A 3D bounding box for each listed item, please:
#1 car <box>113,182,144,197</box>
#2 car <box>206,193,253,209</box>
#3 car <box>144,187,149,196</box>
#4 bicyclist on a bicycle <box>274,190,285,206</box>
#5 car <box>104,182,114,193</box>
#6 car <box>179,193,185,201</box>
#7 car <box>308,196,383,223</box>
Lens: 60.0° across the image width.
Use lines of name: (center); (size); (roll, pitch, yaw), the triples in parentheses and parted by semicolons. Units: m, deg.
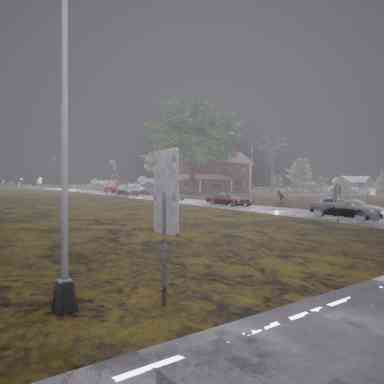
car: (-9.403, -0.284, 49.045); (2.097, 1.767, 4.553); (0, 2, -35)
car: (3.432, 0.759, 31.101); (1.895, 1.301, 4.718); (0, 2, -36)
car: (-8.411, -0.187, 52.569); (1.812, 1.442, 4.674); (0, 2, -35)
bicyclist on a bicycle: (8.891, 0.664, 33.763); (1.656, 1.620, 0.582); (0, 2, -36)
car: (-14.110, -0.818, 60.409); (2.150, 2.045, 5.566); (0, 2, -36)
car: (-2.675, 0.302, 39.613); (1.812, 1.442, 4.674); (0, 2, -36)
car: (10.083, 1.076, 21.842); (2.128, 1.511, 4.902); (0, 2, -36)
